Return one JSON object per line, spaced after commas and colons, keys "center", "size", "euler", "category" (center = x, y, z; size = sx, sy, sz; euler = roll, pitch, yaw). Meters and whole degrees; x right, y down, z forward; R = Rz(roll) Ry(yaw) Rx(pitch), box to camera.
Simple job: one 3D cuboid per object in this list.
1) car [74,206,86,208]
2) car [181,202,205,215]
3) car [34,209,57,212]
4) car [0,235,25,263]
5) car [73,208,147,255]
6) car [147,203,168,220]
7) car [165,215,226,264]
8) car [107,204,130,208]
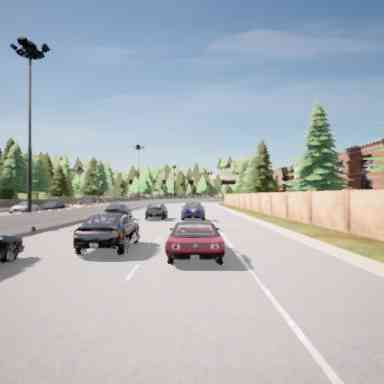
{"center": [-14.077, 1.811, 42.208], "size": [2.097, 1.767, 4.553], "euler": [0, 0, 0], "category": "car"}
{"center": [0.102, 1.685, 30.560], "size": [2.097, 1.767, 4.553], "euler": [0, -1, 0], "category": "car"}
{"center": [-17.578, 1.935, 41.994], "size": [1.882, 1.535, 5.008], "euler": [0, -1, 0], "category": "car"}
{"center": [-6.901, 1.652, 9.447], "size": [2.033, 1.411, 5.357], "euler": [0, -1, 0], "category": "car"}
{"center": [-3.399, 1.645, 13.931], "size": [2.128, 1.511, 4.902], "euler": [0, -1, 0], "category": "car"}
{"center": [-3.397, 1.845, 32.336], "size": [2.128, 1.511, 4.902], "euler": [0, -1, 0], "category": "car"}
{"center": [0.102, 1.738, 12.416], "size": [1.895, 1.301, 4.718], "euler": [0, -1, 0], "category": "car"}
{"center": [-6.896, 1.847, 31.140], "size": [1.837, 1.490, 4.892], "euler": [0, 0, 0], "category": "car"}
